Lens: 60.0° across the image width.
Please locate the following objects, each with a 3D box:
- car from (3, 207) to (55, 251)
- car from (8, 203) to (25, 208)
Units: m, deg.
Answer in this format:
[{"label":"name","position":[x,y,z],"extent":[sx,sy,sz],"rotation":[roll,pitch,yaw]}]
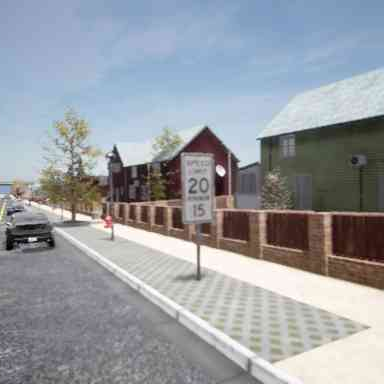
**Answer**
[{"label":"car","position":[-7.593,1.685,15.508],"extent":[1.837,1.490,4.892],"rotation":[-2,0,-29]},{"label":"car","position":[-21.243,2.019,40.184],"extent":[2.033,1.411,5.357],"rotation":[-2,0,-29]}]
